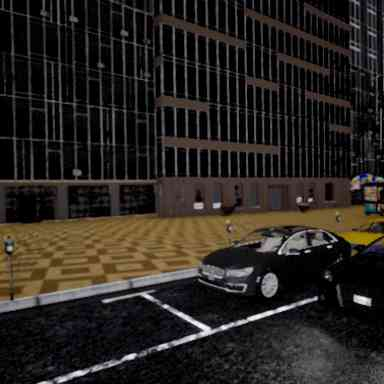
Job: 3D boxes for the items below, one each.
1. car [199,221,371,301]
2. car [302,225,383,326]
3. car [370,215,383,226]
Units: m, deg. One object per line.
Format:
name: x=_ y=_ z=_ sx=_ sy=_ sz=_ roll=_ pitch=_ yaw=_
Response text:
car: x=2.177 y=1.524 z=8.127 sx=4.403 sy=1.369 sz=2.008 roll=0 pitch=-1 yaw=-35
car: x=4.331 y=1.533 z=6.470 sx=4.181 sy=1.385 sz=1.994 roll=0 pitch=0 yaw=-36
car: x=6.618 y=1.476 z=11.295 sx=4.829 sy=1.417 sz=1.752 roll=0 pitch=-1 yaw=-35
